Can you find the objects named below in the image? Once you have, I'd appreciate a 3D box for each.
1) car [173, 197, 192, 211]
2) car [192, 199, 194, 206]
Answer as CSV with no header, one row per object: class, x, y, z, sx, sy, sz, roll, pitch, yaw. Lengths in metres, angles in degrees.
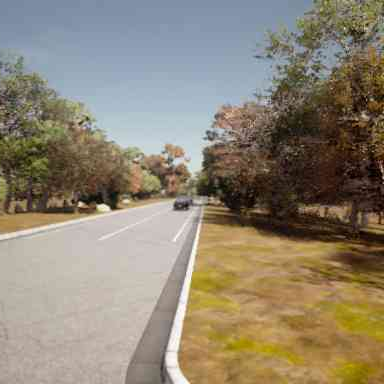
car,-1.350,1.566,43.115,1.882,1.535,5.008,1,0,2
car,-0.804,1.626,56.117,1.837,1.490,4.892,1,0,2
